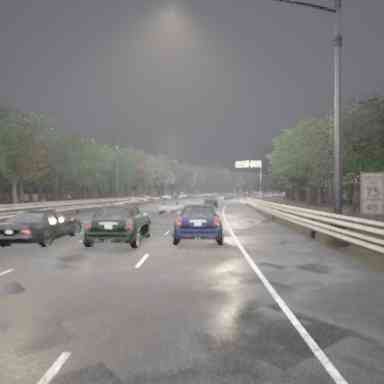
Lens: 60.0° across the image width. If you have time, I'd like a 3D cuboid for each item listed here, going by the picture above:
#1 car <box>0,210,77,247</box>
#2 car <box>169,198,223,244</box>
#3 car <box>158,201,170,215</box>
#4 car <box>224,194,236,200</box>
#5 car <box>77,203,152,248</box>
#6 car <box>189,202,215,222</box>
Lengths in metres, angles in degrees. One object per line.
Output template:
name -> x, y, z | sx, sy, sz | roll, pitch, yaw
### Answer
car -> -6.620, 1.511, 14.696 | 2.033, 1.411, 5.357 | 0, 0, 2
car -> 0.325, 1.326, 15.732 | 2.097, 1.767, 4.553 | 0, 0, 2
car -> -2.015, 1.542, 33.035 | 1.895, 1.301, 4.718 | 0, 0, 5
car -> 9.649, 1.348, 87.282 | 2.128, 1.511, 4.902 | 0, 0, 13
car -> -3.090, 1.322, 14.685 | 2.097, 1.767, 4.553 | 0, 0, 2
car -> 0.887, 1.558, 26.579 | 1.895, 1.301, 4.718 | 0, 0, 4
